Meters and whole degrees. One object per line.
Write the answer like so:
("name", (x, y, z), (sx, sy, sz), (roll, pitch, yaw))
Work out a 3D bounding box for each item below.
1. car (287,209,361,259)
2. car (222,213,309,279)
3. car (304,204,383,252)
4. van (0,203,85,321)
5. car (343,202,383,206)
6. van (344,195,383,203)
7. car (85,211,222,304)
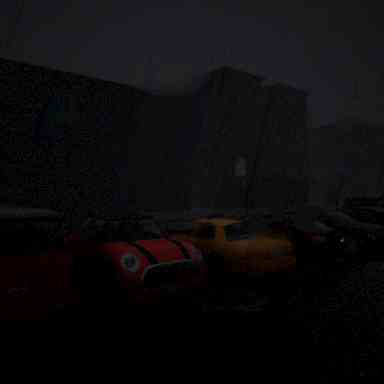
("car", (2.933, 1.464, 11.536), (2.002, 1.452, 4.674), (0, 0, -36))
("car", (0.558, 1.438, 10.072), (1.946, 1.575, 5.366), (0, 0, -36))
("car", (5.194, 1.405, 13.159), (2.097, 1.535, 5.008), (0, 0, -36))
("van", (-3.884, 1.250, 6.819), (1.878, 1.987, 4.442), (0, 0, -36))
("car", (7.466, 1.386, 14.766), (2.097, 1.535, 5.008), (0, 0, -36))
("van", (9.795, 1.141, 16.291), (1.878, 1.987, 4.442), (0, 0, -36))
("car", (-1.619, 1.333, 8.330), (2.185, 1.767, 4.553), (0, 0, -36))
